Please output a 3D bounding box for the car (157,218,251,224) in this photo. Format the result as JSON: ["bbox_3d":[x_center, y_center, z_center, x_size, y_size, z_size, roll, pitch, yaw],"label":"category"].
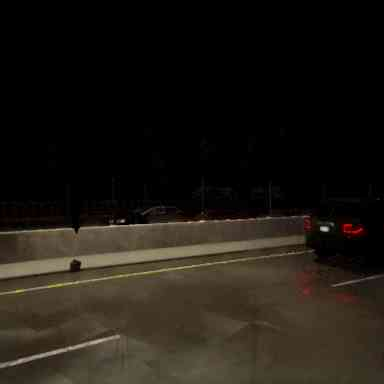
[{"bbox_3d":[0.905,1.523,16.537,4.674,1.442,1.812,0,0,-28],"label":"car"}]

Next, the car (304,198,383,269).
[{"bbox_3d":[6.370,1.217,11.348,5.566,2.045,2.150,0,0,-28],"label":"car"}]

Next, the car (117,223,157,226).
[{"bbox_3d":[-2.163,1.489,18.816,4.902,1.511,2.128,0,0,-29],"label":"car"}]
